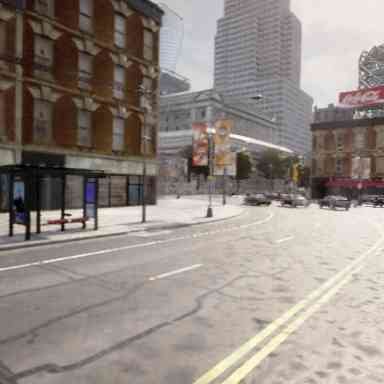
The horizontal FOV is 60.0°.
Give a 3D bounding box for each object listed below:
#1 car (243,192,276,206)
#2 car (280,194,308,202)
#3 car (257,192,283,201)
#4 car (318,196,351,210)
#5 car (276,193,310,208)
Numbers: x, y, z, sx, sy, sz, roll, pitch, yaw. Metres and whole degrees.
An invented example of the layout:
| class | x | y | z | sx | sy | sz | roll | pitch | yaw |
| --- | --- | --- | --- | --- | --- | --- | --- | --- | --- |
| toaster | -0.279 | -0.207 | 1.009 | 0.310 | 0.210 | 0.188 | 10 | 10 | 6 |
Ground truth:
| class | x | y | z | sx | sy | sz | roll | pitch | yaw |
| --- | --- | --- | --- | --- | --- | --- | --- | --- | --- |
| car | 8.242 | 1.001 | 42.272 | 2.033 | 1.411 | 5.357 | 1 | 1 | -13 |
| car | 17.462 | 0.987 | 57.154 | 1.895 | 1.301 | 4.718 | 1 | 1 | -23 |
| car | 14.564 | 0.771 | 62.093 | 2.002 | 1.452 | 4.674 | 1 | 1 | -33 |
| car | 15.972 | 1.181 | 37.532 | 2.128 | 1.511 | 4.902 | 1 | 1 | -3 |
| car | 12.218 | 1.074 | 39.425 | 2.128 | 1.511 | 4.902 | 1 | 1 | -8 |
